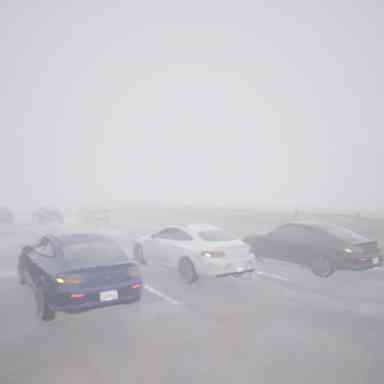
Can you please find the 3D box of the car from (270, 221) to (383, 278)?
[{"bbox_3d":[3.588,1.669,10.756,1.812,1.442,4.674,1,-1,-34],"label":"car"}]

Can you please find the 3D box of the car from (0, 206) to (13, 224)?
[{"bbox_3d":[-15.613,1.793,26.665,1.994,1.385,4.181,1,-1,-34],"label":"car"}]

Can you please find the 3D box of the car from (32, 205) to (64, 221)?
[{"bbox_3d":[-11.891,1.782,27.409,1.812,1.442,4.674,1,-1,-34],"label":"car"}]

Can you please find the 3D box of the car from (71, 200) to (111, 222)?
[{"bbox_3d":[-8.692,1.767,28.925,1.882,1.535,5.008,1,-1,-34],"label":"car"}]

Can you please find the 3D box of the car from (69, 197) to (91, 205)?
[{"bbox_3d":[-21.054,1.831,62.970,3.866,1.878,1.905,1,-1,-34],"label":"car"}]

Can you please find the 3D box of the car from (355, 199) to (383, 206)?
[{"bbox_3d":[33.506,2.103,62.981,1.932,1.855,4.605,1,-1,-34],"label":"car"}]

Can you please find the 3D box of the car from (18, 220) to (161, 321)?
[{"bbox_3d":[-2.686,1.600,7.540,1.812,1.442,4.674,1,-1,-34],"label":"car"}]

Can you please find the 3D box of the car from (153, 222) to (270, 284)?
[{"bbox_3d":[-0.121,1.641,9.997,1.812,1.442,4.674,1,-1,-34],"label":"car"}]
